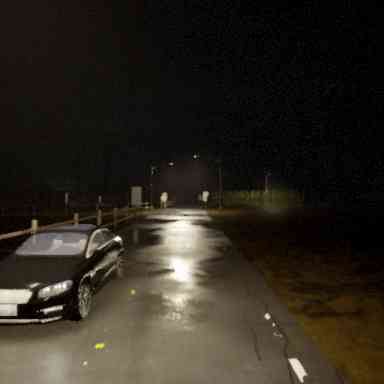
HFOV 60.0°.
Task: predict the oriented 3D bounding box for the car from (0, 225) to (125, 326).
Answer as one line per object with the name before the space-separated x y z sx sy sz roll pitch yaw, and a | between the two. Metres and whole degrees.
car | -2.807 1.555 7.489 2.128 1.511 4.902 0 -1 0
